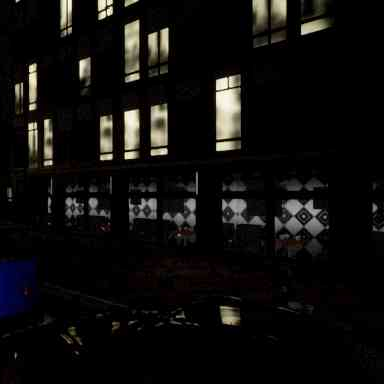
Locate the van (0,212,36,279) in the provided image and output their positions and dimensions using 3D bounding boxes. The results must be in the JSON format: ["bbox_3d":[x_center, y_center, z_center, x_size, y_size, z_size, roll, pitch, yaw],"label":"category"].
[{"bbox_3d":[-4.515,1.342,6.057,3.998,1.788,1.690,0,0,35],"label":"van"}]

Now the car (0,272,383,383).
[{"bbox_3d":[0.117,1.582,2.754,4.206,1.307,1.802,0,0,35],"label":"car"}]

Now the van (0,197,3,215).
[{"bbox_3d":[-21.244,1.425,33.015,1.690,1.788,3.998,-1,-1,35],"label":"van"}]

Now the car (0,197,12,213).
[{"bbox_3d":[-14.408,1.357,28.169,2.192,1.841,5.009,-1,-1,35],"label":"car"}]
